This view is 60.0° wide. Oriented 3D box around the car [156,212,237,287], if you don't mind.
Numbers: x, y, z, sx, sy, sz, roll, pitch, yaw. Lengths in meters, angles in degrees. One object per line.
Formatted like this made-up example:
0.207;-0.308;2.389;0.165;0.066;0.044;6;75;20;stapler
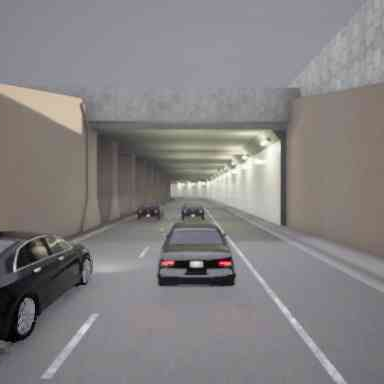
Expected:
0.092;1.532;9.363;2.033;1.411;5.357;0;0;0;car

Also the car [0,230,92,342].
-3.413;1.497;6.434;1.837;1.490;4.892;0;1;0;car

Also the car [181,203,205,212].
0.077;1.555;28.300;1.895;1.301;4.718;0;0;0;car

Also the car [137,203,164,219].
-3.423;1.555;28.300;1.895;1.301;4.718;0;0;0;car
